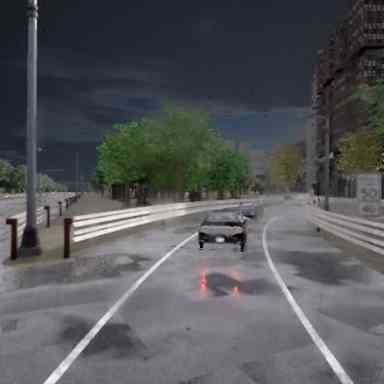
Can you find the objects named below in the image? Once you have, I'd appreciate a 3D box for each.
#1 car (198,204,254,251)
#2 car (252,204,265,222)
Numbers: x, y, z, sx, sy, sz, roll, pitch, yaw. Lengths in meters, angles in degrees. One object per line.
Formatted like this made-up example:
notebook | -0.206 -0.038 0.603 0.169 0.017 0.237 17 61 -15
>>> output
car | 1.444 1.498 14.320 2.128 1.511 4.902 0 0 10
car | 4.670 1.617 26.840 1.895 1.301 4.718 0 0 19
